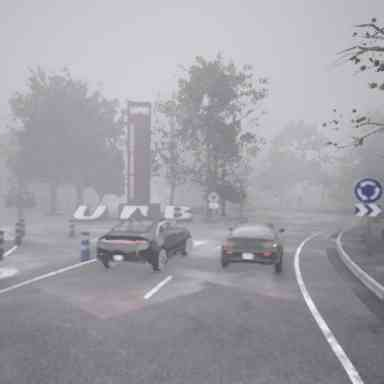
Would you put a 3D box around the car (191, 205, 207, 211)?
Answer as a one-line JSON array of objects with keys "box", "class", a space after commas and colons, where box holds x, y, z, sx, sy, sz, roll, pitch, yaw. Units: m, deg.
[{"box": [1.312, 2.964, 60.762, 4.718, 1.301, 1.895, 0, -2, 20], "class": "car"}]

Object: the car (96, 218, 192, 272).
[{"box": [-1.374, 1.628, 11.375, 2.128, 1.511, 4.902, 0, -1, 15], "class": "car"}]

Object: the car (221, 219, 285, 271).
[{"box": [2.178, 1.668, 11.440, 1.812, 1.442, 4.674, -1, -2, 16], "class": "car"}]

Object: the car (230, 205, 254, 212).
[{"box": [8.991, 2.923, 59.803, 4.181, 1.385, 1.994, -1, -2, 41], "class": "car"}]
